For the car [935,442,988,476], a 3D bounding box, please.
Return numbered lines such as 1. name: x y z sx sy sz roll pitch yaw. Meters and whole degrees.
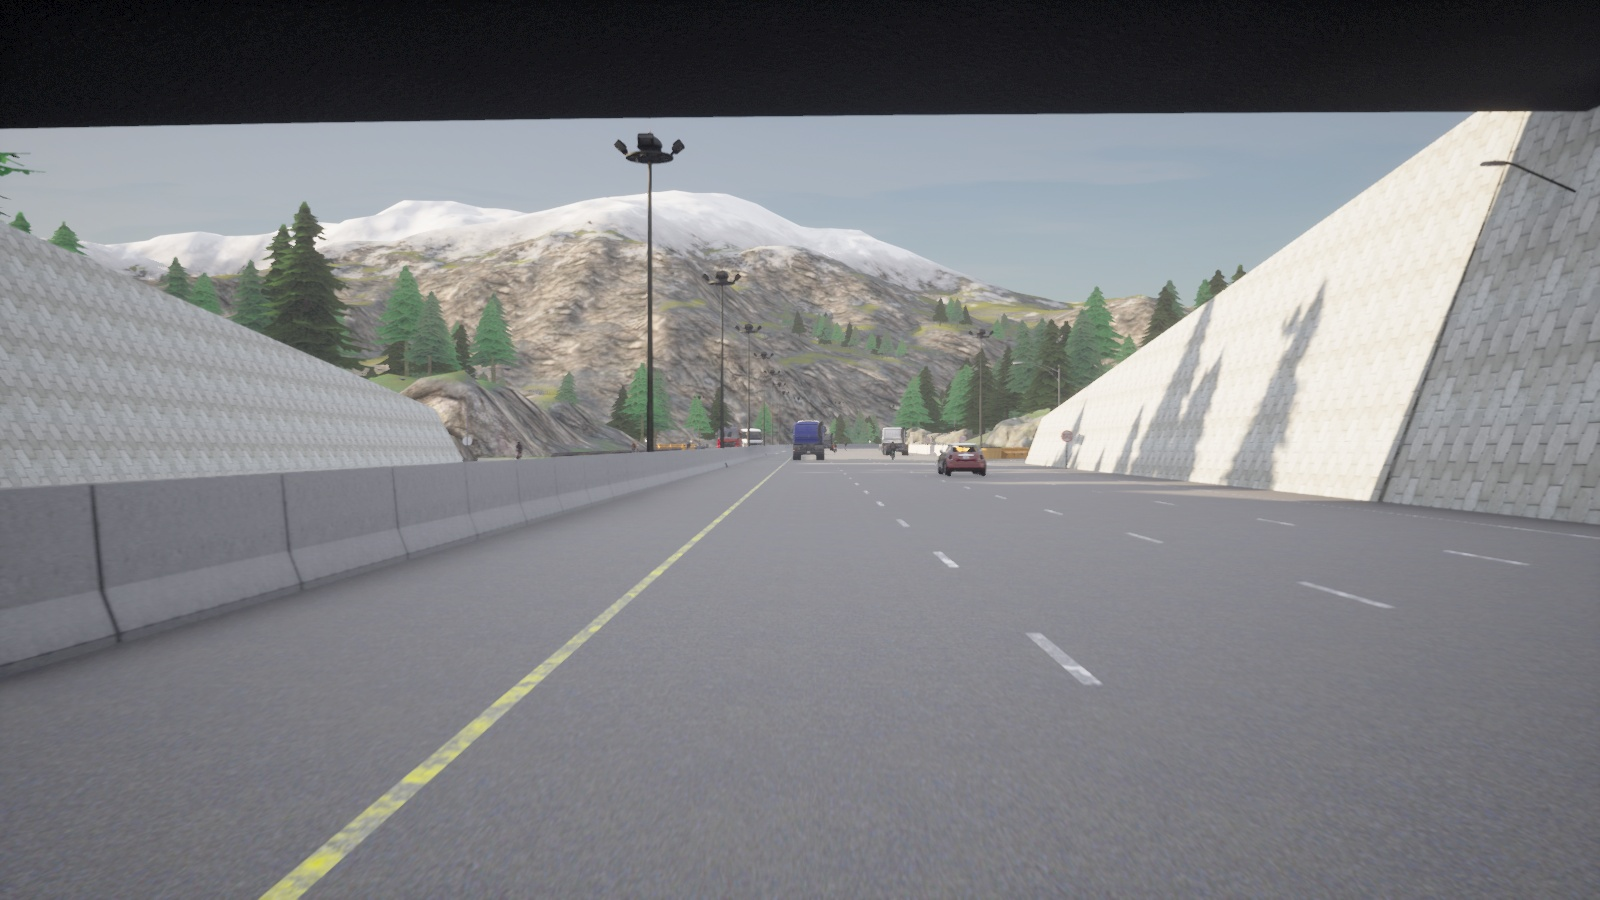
1. car: 7.396 0.392 57.759 1.970 1.475 3.806 0 0 0
